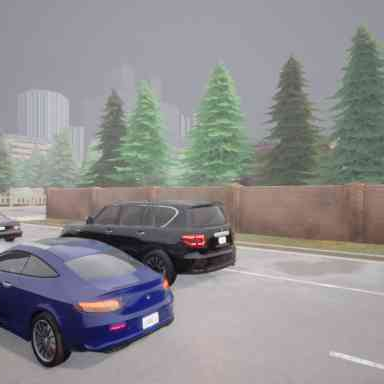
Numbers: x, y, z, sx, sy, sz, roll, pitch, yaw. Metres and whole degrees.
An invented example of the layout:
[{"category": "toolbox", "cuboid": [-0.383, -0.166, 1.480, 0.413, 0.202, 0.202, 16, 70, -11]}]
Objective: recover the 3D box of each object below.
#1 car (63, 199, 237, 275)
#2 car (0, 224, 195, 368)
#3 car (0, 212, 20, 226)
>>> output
[{"category": "car", "cuboid": [-1.463, 1.221, 9.348, 5.566, 2.045, 2.150, 0, 0, 36]}, {"category": "car", "cuboid": [-2.415, 1.526, 5.731, 4.674, 1.442, 1.812, 0, 0, 36]}, {"category": "car", "cuboid": [-9.760, 1.547, 15.263, 5.357, 1.411, 2.033, 0, 0, 39]}]
